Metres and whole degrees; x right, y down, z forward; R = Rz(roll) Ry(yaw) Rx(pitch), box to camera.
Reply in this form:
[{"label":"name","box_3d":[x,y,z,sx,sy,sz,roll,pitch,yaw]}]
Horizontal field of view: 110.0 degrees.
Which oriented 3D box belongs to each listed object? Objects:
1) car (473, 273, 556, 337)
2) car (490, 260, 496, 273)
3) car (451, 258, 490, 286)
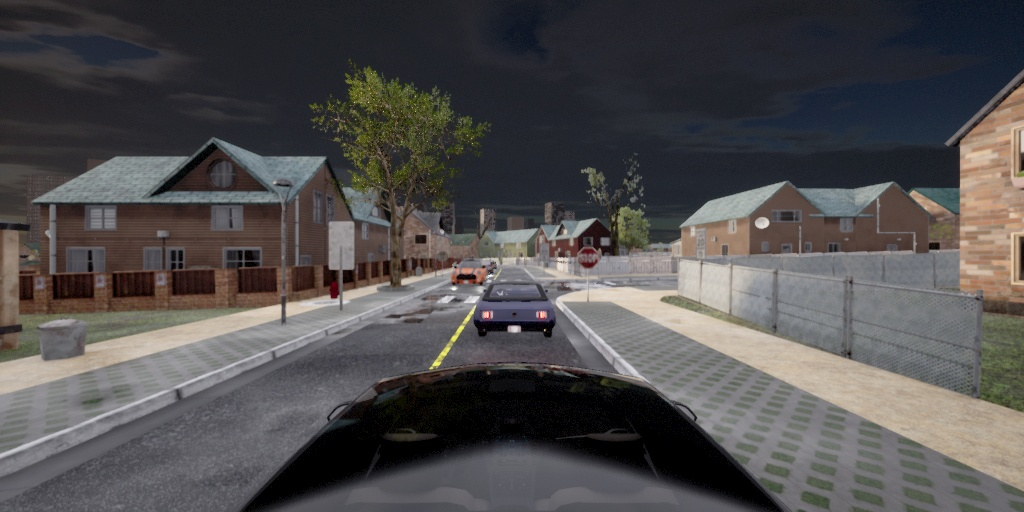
[{"label":"car","box_3d":[0.104,1.343,10.230,1.895,1.301,4.718,0,0,1]},{"label":"car","box_3d":[-2.983,1.226,39.024,1.812,1.442,4.674,0,0,0]},{"label":"car","box_3d":[-2.924,1.073,25.076,2.097,1.767,4.553,0,0,0]}]
